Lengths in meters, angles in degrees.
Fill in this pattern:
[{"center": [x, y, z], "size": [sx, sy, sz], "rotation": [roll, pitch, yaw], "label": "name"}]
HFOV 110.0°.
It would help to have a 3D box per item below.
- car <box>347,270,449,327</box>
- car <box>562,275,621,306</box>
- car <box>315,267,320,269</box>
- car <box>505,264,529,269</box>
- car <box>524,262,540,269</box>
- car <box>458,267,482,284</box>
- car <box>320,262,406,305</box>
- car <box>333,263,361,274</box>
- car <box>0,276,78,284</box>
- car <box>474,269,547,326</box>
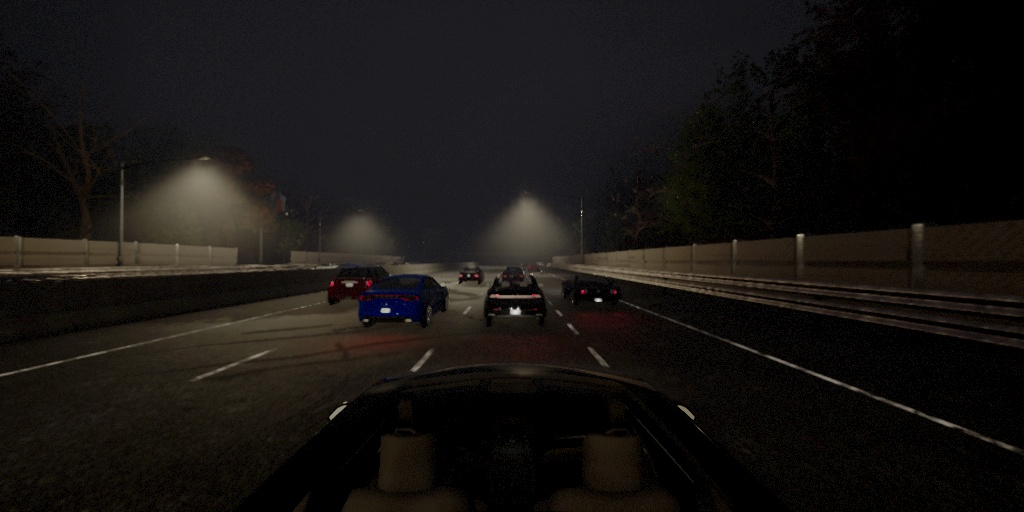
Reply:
[{"center": [-3.401, 1.340, 12.114], "size": [1.882, 1.535, 5.008], "rotation": [0, -1, 0], "label": "car"}, {"center": [3.496, 1.513, 16.741], "size": [1.895, 1.301, 4.718], "rotation": [0, -1, 0], "label": "car"}, {"center": [-28.055, 1.859, 54.591], "size": [1.812, 1.442, 4.674], "rotation": [0, -1, 1], "label": "car"}, {"center": [0.088, 1.614, 30.697], "size": [2.033, 1.411, 5.357], "rotation": [0, -1, 0], "label": "car"}, {"center": [3.479, 1.917, 59.362], "size": [1.812, 1.442, 4.674], "rotation": [0, -1, 0], "label": "car"}, {"center": [-3.413, 1.614, 30.688], "size": [2.033, 1.411, 5.357], "rotation": [0, -1, 0], "label": "car"}, {"center": [-6.907, 1.271, 17.364], "size": [2.097, 1.767, 4.553], "rotation": [0, -1, 0], "label": "car"}, {"center": [-24.566, 1.801, 53.687], "size": [1.882, 1.535, 5.008], "rotation": [0, -1, 0], "label": "car"}, {"center": [-17.604, 1.416, 12.799], "size": [2.033, 1.411, 5.357], "rotation": [0, -1, 0], "label": "car"}, {"center": [0.096, 1.356, 12.251], "size": [2.128, 1.511, 4.902], "rotation": [0, -1, 0], "label": "car"}]
